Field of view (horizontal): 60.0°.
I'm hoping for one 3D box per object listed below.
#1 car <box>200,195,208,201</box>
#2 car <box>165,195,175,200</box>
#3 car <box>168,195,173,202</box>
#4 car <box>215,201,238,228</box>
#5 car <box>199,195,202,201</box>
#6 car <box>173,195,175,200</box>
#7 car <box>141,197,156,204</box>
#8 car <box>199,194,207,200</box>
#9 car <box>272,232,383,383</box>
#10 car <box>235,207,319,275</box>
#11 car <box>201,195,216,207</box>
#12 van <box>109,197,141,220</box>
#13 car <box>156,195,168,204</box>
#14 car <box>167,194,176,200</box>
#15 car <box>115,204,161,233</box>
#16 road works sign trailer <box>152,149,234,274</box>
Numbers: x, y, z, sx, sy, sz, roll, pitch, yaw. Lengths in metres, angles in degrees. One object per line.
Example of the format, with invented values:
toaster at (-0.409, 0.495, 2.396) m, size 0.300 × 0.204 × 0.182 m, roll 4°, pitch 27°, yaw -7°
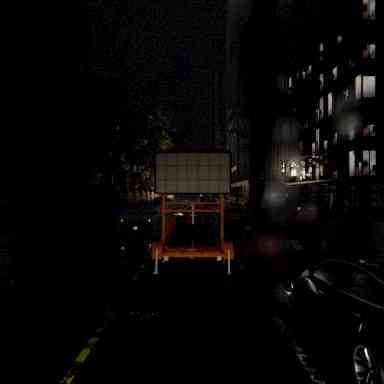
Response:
car at (2.818, 1.430, 78.623) m, size 1.947 × 1.339 × 4.313 m, roll 0°, pitch 0°, yaw 0°
car at (-5.553, 1.396, 84.344) m, size 2.008 × 1.369 × 4.403 m, roll 0°, pitch 0°, yaw 0°
car at (-5.581, 1.450, 67.296) m, size 2.008 × 1.369 × 4.403 m, roll 0°, pitch 0°, yaw 0°
car at (2.728, 1.514, 21.980) m, size 1.752 × 1.417 × 4.829 m, roll 0°, pitch 0°, yaw 0°
car at (2.800, 1.444, 67.261) m, size 1.887 × 1.381 × 4.507 m, roll 0°, pitch 0°, yaw 0°
car at (-5.562, 1.390, 78.490) m, size 1.752 × 1.417 × 4.829 m, roll 0°, pitch 0°, yaw 0°
car at (-5.626, 1.546, 38.881) m, size 1.802 × 1.307 × 4.206 m, roll 0°, pitch 0°, yaw 0°
car at (2.836, 1.377, 89.987) m, size 2.008 × 1.369 × 4.403 m, roll 0°, pitch 0°, yaw 0°
car at (2.700, 1.566, 4.763) m, size 1.947 × 1.339 × 4.313 m, roll 0°, pitch 0°, yaw 0°
car at (2.710, 1.438, 10.444) m, size 1.967 × 1.590 × 4.097 m, roll 0°, pitch 0°, yaw 0°
car at (2.773, 1.524, 50.217) m, size 1.802 × 1.307 × 4.206 m, roll 0°, pitch 0°, yaw 0°
van at (-5.643, 1.323, 27.515) m, size 1.690 × 1.788 × 3.998 m, roll 0°, pitch 0°, yaw 0°
car at (-5.598, 1.474, 55.929) m, size 1.887 × 1.381 × 4.507 m, roll 0°, pitch 0°, yaw 0°
car at (-5.544, 1.376, 90.027) m, size 2.008 × 1.369 × 4.403 m, roll 0°, pitch 0°, yaw 0°
car at (-2.971, 1.592, 19.788) m, size 1.895 × 1.301 × 4.718 m, roll 0°, pitch 0°, yaw 0°
road works sign trailer at (0.032, 0.462, 10.506) m, size 2.380 × 3.560 × 2.880 m, roll 0°, pitch 0°, yaw 1°
